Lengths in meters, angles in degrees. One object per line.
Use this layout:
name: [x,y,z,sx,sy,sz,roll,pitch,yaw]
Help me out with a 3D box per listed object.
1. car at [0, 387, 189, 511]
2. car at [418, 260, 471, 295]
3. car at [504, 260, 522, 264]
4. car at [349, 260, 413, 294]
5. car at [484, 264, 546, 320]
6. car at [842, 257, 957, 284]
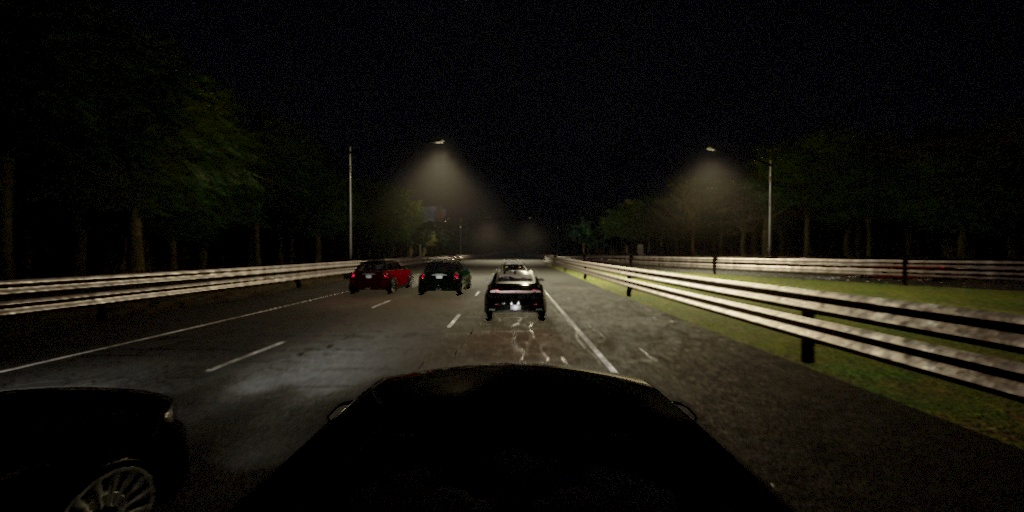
car: [-3.400,1.243,0.729,2.128,1.511,4.902,0,0,0]
car: [-3.396,0.990,18.875,2.097,1.767,4.553,0,1,0]
car: [0.108,1.032,35.156,1.895,1.301,4.718,0,1,0]
car: [-6.895,0.984,19.375,2.097,1.767,4.553,0,1,0]
car: [0.103,1.191,12.399,2.128,1.511,4.902,0,0,0]
car: [23.154,0.784,21.650,2.163,1.488,4.792,0,0,-27]
